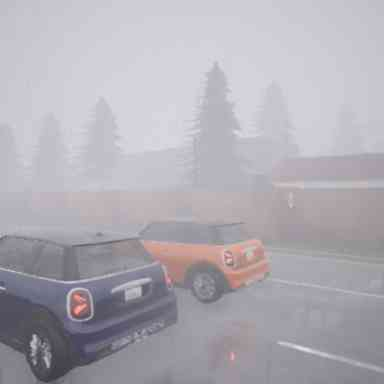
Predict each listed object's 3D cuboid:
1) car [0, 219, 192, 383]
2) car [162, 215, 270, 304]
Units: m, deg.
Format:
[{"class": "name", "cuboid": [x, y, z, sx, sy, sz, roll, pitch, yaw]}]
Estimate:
[{"class": "car", "cuboid": [-2.501, 1.406, 5.755, 4.553, 1.767, 2.097, -1, -1, 36]}, {"class": "car", "cuboid": [-0.440, 1.429, 8.583, 4.553, 1.767, 2.097, -1, -1, 36]}]
